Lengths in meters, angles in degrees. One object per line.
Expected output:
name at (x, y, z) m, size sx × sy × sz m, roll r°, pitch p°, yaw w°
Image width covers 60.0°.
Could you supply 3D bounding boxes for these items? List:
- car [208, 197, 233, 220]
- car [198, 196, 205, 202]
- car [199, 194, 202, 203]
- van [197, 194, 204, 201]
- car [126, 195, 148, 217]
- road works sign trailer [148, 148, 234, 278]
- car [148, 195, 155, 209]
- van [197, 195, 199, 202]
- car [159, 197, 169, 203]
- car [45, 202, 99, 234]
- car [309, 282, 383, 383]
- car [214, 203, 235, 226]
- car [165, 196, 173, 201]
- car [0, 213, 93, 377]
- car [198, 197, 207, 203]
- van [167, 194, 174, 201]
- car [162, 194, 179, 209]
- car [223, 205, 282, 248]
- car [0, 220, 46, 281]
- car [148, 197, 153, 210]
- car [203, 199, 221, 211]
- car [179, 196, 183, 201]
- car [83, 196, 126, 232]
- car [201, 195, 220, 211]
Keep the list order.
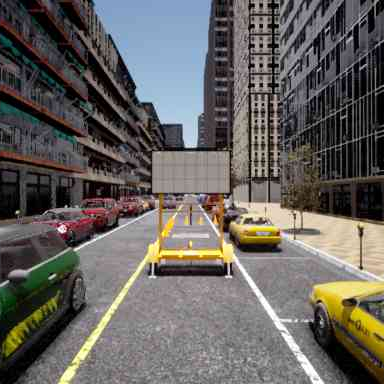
car at (2.589, 1.460, 25.907) m, size 1.967 × 1.590 × 4.097 m, roll 0°, pitch 0°, yaw 0°
car at (2.352, 1.764, 82.538) m, size 1.802 × 1.307 × 4.206 m, roll 0°, pitch 0°, yaw 0°
car at (2.495, 1.378, 48.559) m, size 2.192 × 1.841 × 5.009 m, roll 0°, pitch 0°, yaw 0°
van at (2.329, 1.547, 88.202) m, size 1.690 × 1.788 × 3.998 m, roll 0°, pitch 0°, yaw 0°
car at (-5.813, 1.342, 31.535) m, size 2.192 × 1.841 × 5.009 m, roll 0°, pitch 0°, yaw 0°
road works sign trailer at (-0.034, 0.468, 10.102) m, size 2.380 × 3.560 × 2.880 m, roll 0°, pitch 0°, yaw 0°
car at (-5.861, 1.364, 42.863) m, size 2.192 × 1.841 × 5.009 m, roll 0°, pitch 0°, yaw 0°
van at (2.400, 1.479, 71.213) m, size 1.690 × 1.788 × 3.998 m, roll 0°, pitch 0°, yaw 0°
car at (-5.981, 1.704, 71.177) m, size 1.947 × 1.339 × 4.313 m, roll 0°, pitch 0°, yaw 0°
car at (-5.743, 1.448, 14.545) m, size 1.967 × 1.590 × 4.097 m, roll 0°, pitch 0°, yaw 0°
car at (2.683, 1.526, 3.425) m, size 1.752 × 1.417 × 4.829 m, roll 0°, pitch 0°, yaw 0°
car at (2.612, 1.580, 20.244) m, size 1.947 × 1.339 × 4.313 m, roll 0°, pitch 0°, yaw 0°
car at (-6.051, 1.772, 88.166) m, size 1.947 × 1.339 × 4.313 m, roll 0°, pitch 0°, yaw 0°
car at (-3.119, 1.353, 4.529) m, size 2.097 × 1.767 × 4.553 m, roll 0°, pitch 0°, yaw 0°
car at (2.376, 1.742, 76.876) m, size 1.802 × 1.307 × 4.206 m, roll 0°, pitch 0°, yaw 0°
van at (-6.075, 1.575, 93.832) m, size 1.690 × 1.788 × 3.998 m, roll 0°, pitch 0°, yaw 0°
car at (-3.285, 1.407, 45.660) m, size 2.097 × 1.767 × 4.553 m, roll 0°, pitch 0°, yaw 0°
car at (2.635, 1.533, 14.750) m, size 1.752 × 1.417 × 4.829 m, roll 0°, pitch 0°, yaw 0°
car at (-5.720, 1.585, 8.882) m, size 1.802 × 1.307 × 4.206 m, roll 0°, pitch 0°, yaw 0°
car at (-5.838, 1.562, 37.029) m, size 1.752 × 1.417 × 4.829 m, roll 0°, pitch 0°, yaw 0°
car at (2.518, 1.599, 42.897) m, size 2.008 × 1.369 × 4.403 m, roll 0°, pitch 0°, yaw 0°
car at (-3.369, 1.777, 89.595) m, size 1.994 × 1.385 × 4.181 m, roll 0°, pitch 0°, yaw 0°
car at (-5.766, 1.329, 20.209) m, size 2.192 × 1.841 × 5.009 m, roll 0°, pitch 0°, yaw 0°
car at (2.543, 1.352, 37.234) m, size 2.192 × 1.841 × 5.009 m, roll 0°, pitch 0°, yaw 0°
